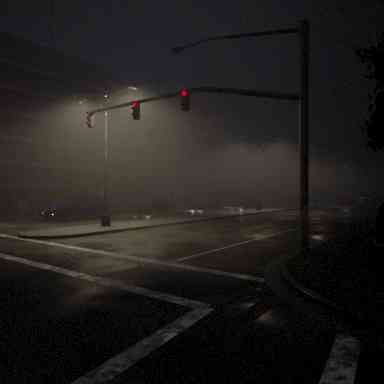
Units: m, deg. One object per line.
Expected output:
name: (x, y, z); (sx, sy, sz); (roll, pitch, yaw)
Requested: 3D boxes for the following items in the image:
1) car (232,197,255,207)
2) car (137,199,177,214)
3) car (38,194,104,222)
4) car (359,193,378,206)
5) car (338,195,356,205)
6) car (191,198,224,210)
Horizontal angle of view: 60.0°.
car: (7.979, 1.505, 51.241); (1.837, 1.490, 4.892); (0, 0, 36)
car: (-3.671, 1.478, 35.210); (1.882, 1.535, 5.008); (0, 0, 36)
car: (-9.535, 1.222, 27.110); (2.150, 2.045, 5.566); (0, 0, 36)
car: (28.715, 1.221, 54.042); (2.150, 2.045, 5.566); (0, 0, 36)
car: (26.647, 1.352, 57.155); (2.097, 1.767, 4.553); (0, 0, 36)
car: (2.114, 1.547, 43.201); (2.033, 1.411, 5.357); (0, 0, 36)
